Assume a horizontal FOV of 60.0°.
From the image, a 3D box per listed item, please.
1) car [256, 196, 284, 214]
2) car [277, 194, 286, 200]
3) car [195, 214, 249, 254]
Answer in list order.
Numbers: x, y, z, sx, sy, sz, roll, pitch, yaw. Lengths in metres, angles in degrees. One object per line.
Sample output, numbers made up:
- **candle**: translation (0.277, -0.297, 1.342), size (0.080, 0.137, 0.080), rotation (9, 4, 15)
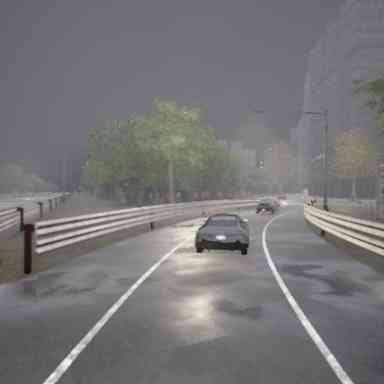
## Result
- **car**: translation (8.133, 1.529, 35.335), size (1.837, 1.490, 4.892), rotation (0, 0, 24)
- **car**: translation (24.343, 1.336, 90.812), size (2.097, 1.767, 4.553), rotation (0, 0, 5)
- **car**: translation (1.345, 1.573, 13.673), size (1.994, 1.385, 4.181), rotation (0, 0, 10)
